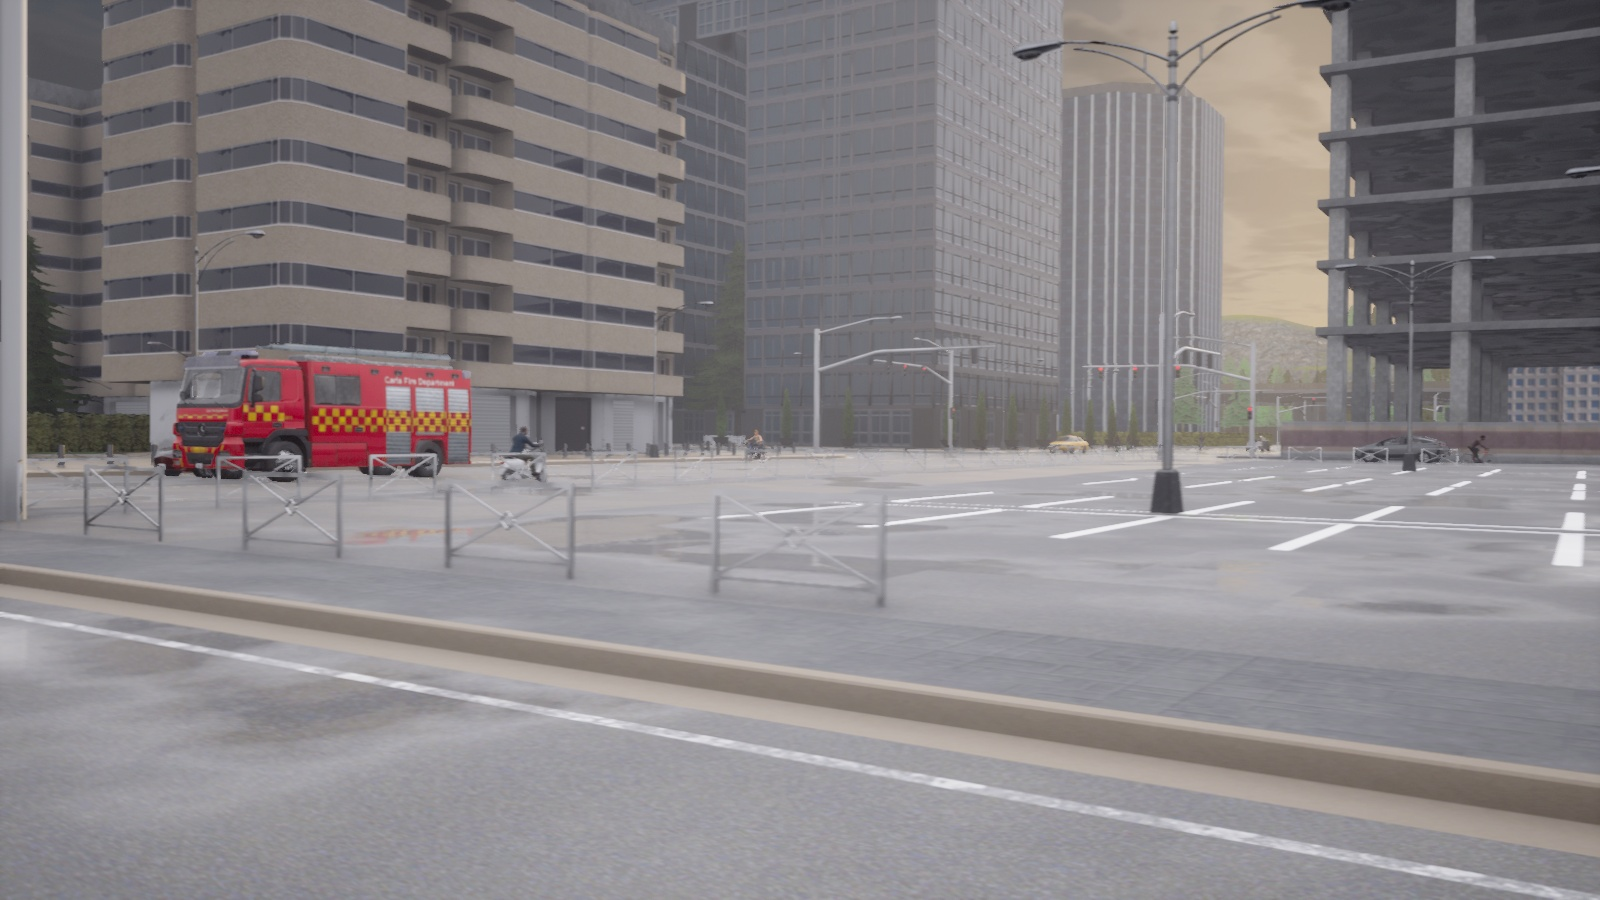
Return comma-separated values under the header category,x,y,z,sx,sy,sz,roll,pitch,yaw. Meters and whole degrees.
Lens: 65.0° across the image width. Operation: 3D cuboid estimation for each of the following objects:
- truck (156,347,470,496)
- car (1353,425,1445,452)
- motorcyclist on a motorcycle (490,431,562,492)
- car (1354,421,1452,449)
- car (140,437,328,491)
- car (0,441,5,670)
category,x,y,z,sx,sy,sz,roll,pitch,yaw
truck,-13.877,-0.809,36.712,2.891,3.827,8.468,0,1,32
car,34.134,-0.664,71.589,4.514,1.525,2.007,0,1,32
motorcyclist on a motorcycle,-7.381,0.289,33.900,0.866,1.590,1.817,0,1,32
car,35.831,-0.889,74.651,5.027,1.651,2.152,0,1,32
car,-17.091,0.365,38.170,2.163,1.488,4.792,0,1,32
car,-7.392,0.696,8.478,4.193,1.474,1.816,0,1,33
